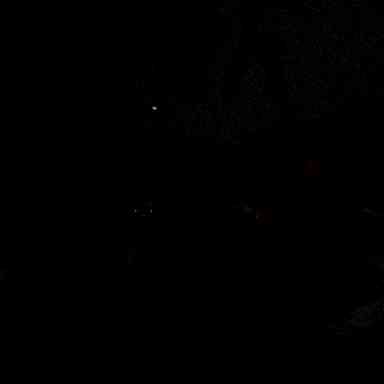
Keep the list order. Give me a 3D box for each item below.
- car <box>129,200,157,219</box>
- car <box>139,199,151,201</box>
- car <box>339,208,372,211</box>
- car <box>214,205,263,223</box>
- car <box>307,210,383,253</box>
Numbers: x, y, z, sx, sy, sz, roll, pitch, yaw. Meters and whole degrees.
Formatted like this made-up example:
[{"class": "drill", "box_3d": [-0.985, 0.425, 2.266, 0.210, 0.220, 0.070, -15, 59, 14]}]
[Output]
[{"class": "car", "box_3d": [-5.201, 1.617, 28.773, 1.895, 1.301, 4.718, 2, -1, -36]}, {"class": "car", "box_3d": [-6.997, 1.728, 48.246, 2.033, 1.411, 5.357, 2, -1, -35]}, {"class": "car", "box_3d": [10.942, 1.819, 23.050, 1.882, 1.535, 5.008, 2, -1, -36]}, {"class": "car", "box_3d": [3.792, 1.772, 27.762, 1.812, 1.442, 4.674, 2, -1, -36]}, {"class": "car", "box_3d": [6.909, 1.563, 12.005, 2.033, 1.411, 5.357, 2, -2, -36]}]
